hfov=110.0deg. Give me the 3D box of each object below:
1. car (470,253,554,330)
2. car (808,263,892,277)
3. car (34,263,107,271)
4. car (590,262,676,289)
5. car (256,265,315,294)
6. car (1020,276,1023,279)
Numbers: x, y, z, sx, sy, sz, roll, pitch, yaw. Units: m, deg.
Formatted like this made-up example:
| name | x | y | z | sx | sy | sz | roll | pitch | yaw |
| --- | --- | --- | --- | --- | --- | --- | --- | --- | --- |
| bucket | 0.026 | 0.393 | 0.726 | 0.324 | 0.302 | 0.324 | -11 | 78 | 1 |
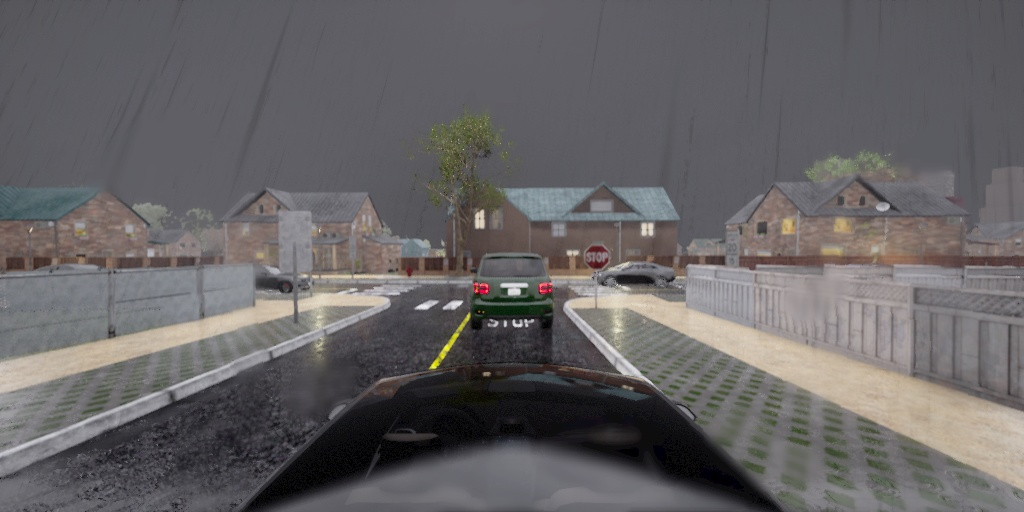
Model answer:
| name | x | y | z | sx | sy | sz | roll | pitch | yaw |
| --- | --- | --- | --- | --- | --- | --- | --- | --- | --- |
| car | -0.120 | 0.921 | 11.114 | 2.150 | 2.045 | 5.566 | 0 | 0 | -4 |
| car | 20.630 | 1.152 | 21.113 | 5.357 | 1.411 | 2.033 | 0 | 2 | 2 |
| car | -23.604 | 1.159 | 19.597 | 5.008 | 1.535 | 1.882 | 0 | 2 | 2 |
| car | 7.209 | 1.095 | 21.545 | 4.902 | 1.511 | 2.128 | 0 | 2 | 2 |
| car | -13.128 | 1.214 | 19.257 | 4.674 | 1.442 | 1.812 | 0 | 2 | 2 |
| car | 28.352 | 1.253 | 18.028 | 4.181 | 1.385 | 1.994 | 0 | 2 | 0 |
